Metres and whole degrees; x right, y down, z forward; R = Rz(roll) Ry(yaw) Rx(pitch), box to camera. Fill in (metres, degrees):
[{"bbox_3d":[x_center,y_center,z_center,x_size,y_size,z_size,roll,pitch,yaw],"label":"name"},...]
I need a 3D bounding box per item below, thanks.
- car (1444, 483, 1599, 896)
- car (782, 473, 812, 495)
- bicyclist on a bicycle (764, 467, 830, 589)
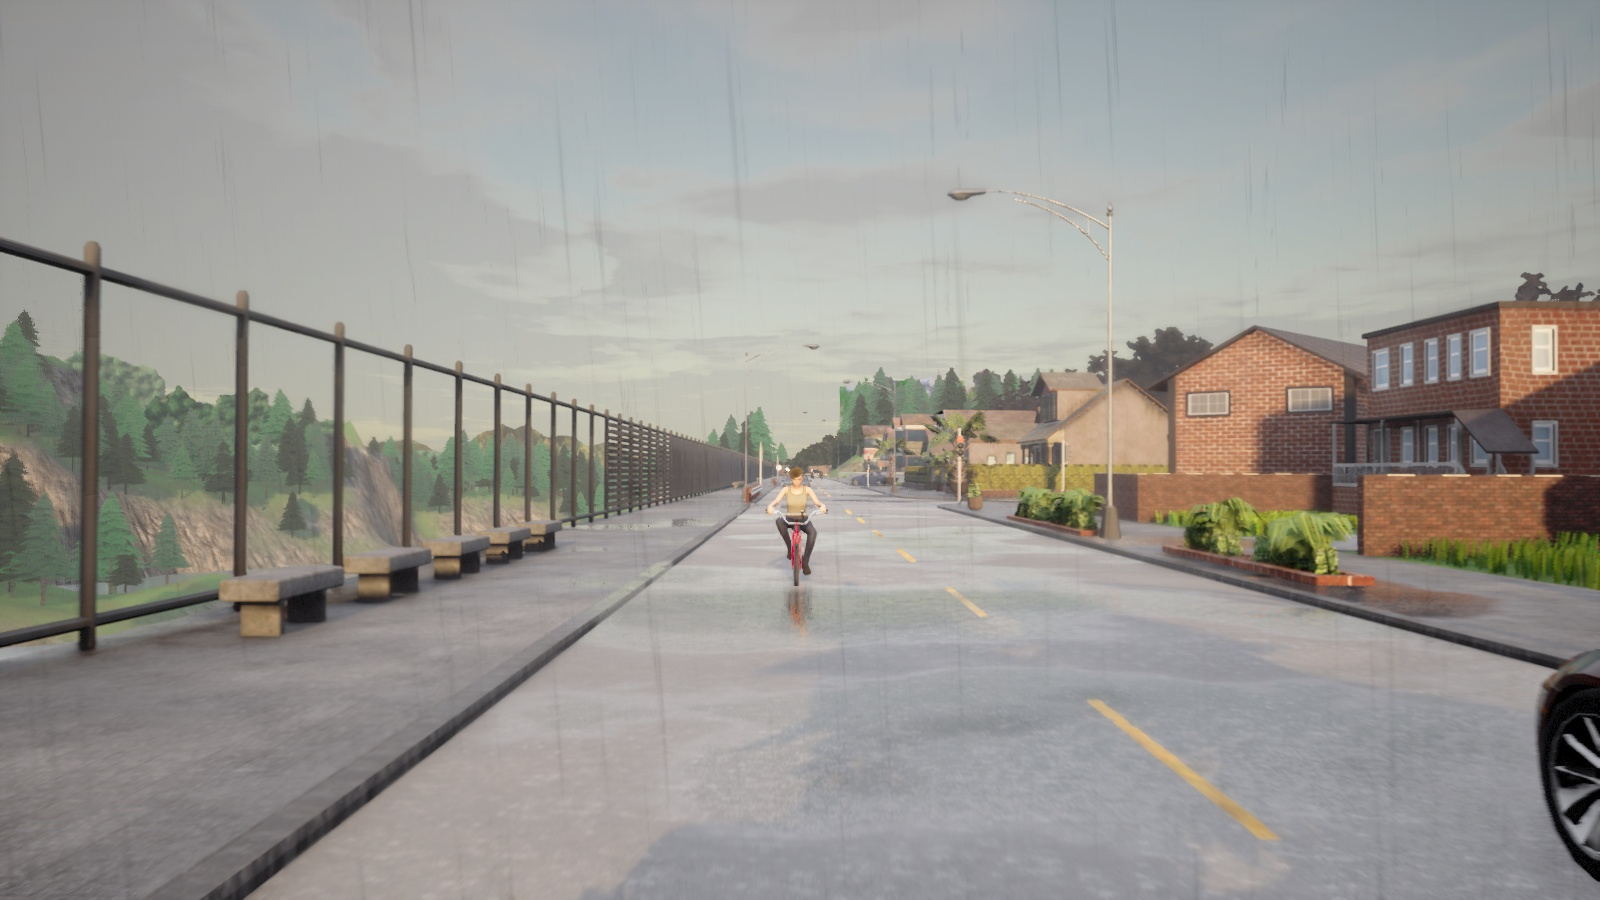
[{"bbox_3d":[3.992,0.853,3.249,2.163,1.488,4.792,0,-1,0],"label":"car"},{"bbox_3d":[-0.204,2.297,85.641,2.033,1.411,5.357,0,-1,0],"label":"car"},{"bbox_3d":[-0.037,1.042,17.372,0.866,1.612,1.509,0,-1,0],"label":"bicyclist on a bicycle"}]
